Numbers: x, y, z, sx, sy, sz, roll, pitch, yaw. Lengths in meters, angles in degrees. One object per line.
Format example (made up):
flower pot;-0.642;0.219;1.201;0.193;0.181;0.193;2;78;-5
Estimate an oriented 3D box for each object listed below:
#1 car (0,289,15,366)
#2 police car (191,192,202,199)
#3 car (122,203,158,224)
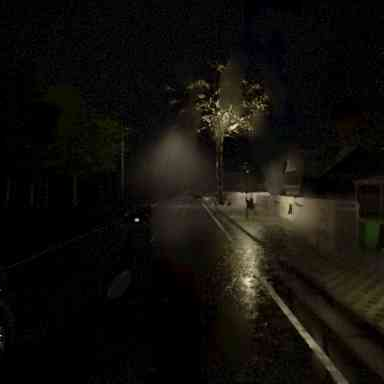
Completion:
car;-3.398;1.330;2.570;2.097;1.767;4.553;0;0;0
police car;1.223;0.849;77.497;1.930;1.638;5.238;0;0;0
car;-3.398;1.417;22.749;1.895;1.301;4.718;0;0;0
